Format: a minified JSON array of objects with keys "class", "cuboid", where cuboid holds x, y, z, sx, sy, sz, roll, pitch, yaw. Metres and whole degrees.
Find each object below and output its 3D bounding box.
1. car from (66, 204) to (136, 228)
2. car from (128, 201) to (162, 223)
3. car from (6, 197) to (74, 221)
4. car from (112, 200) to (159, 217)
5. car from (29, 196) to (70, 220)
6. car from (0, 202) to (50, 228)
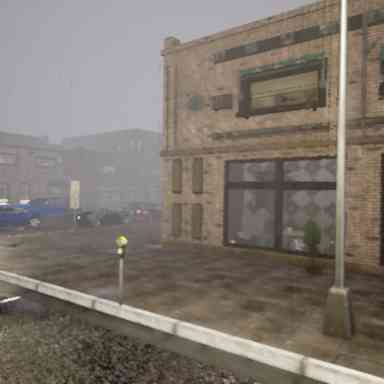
[{"class":"car","cuboid":[-6.534,1.805,24.393,1.947,1.339,4.313,0,0,36]},{"class":"car","cuboid":[-3.253,1.732,28.869,1.967,1.590,4.097,0,0,36]},{"class":"car","cuboid":[-13.291,1.427,29.345,2.192,1.841,5.009,0,0,36]},{"class":"car","cuboid":[-5.848,1.715,35.118,1.882,1.535,5.008,1,0,36]},{"class":"car","cuboid":[-11.754,1.364,27.050,2.150,2.045,5.566,1,0,36]},{"class":"car","cuboid":[-12.183,1.624,21.481,1.882,1.535,5.008,-1,-1,35]}]
